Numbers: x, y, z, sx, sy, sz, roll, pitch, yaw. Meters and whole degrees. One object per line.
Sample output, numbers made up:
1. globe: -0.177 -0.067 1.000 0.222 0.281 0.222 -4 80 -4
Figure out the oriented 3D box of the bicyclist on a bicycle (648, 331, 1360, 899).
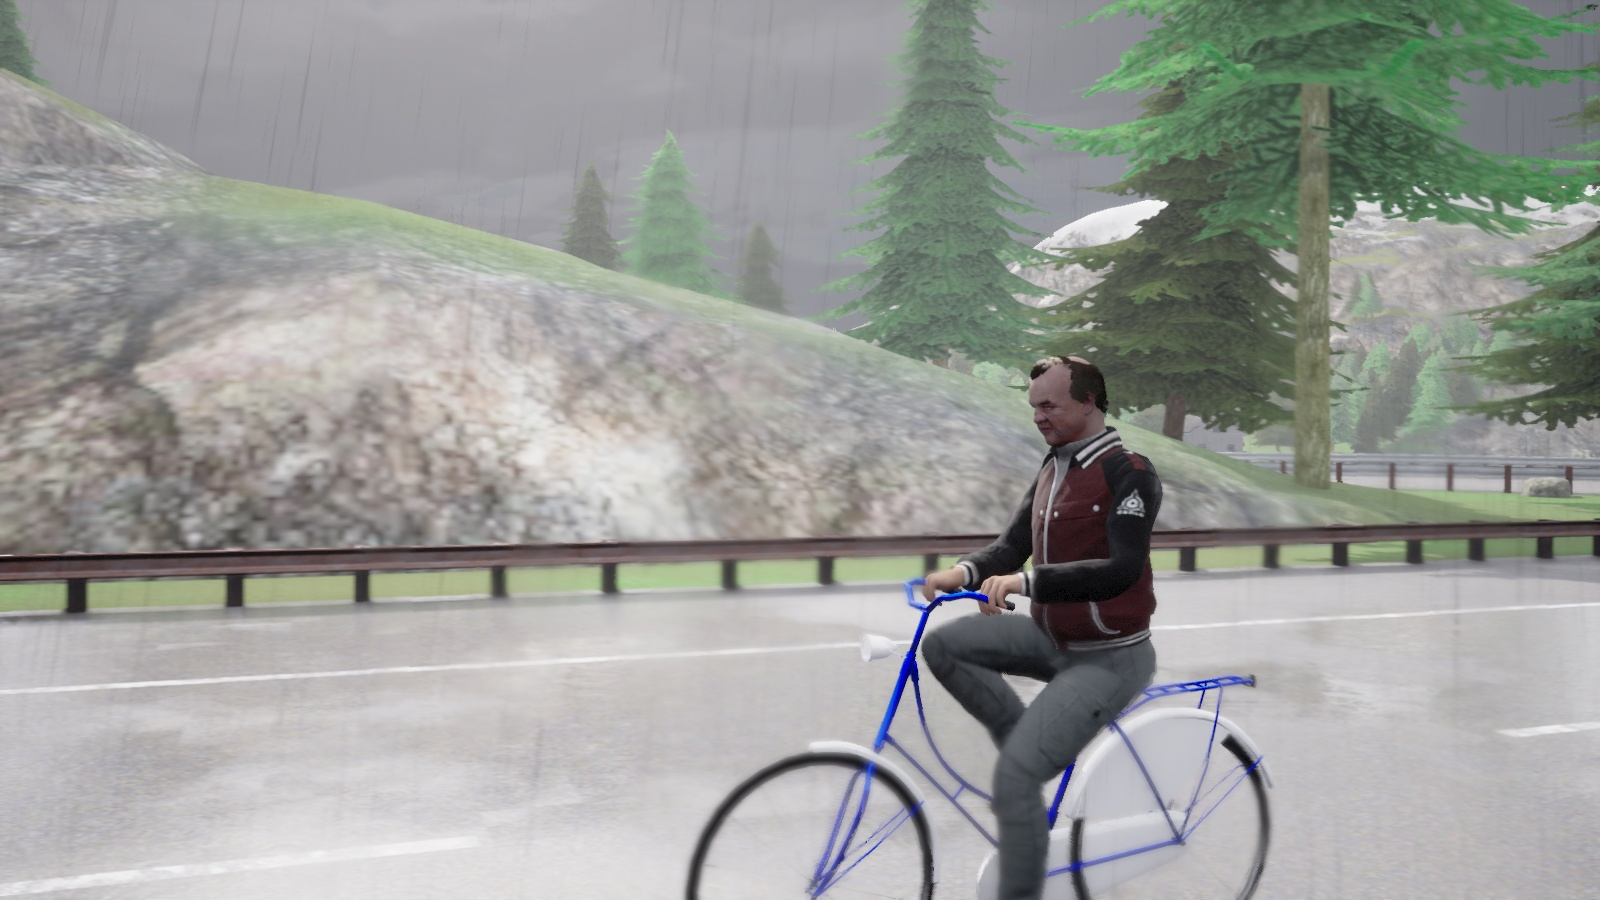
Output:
1. bicyclist on a bicycle: 0.570 0.606 3.456 1.843 1.776 0.659 -1 1 -21
